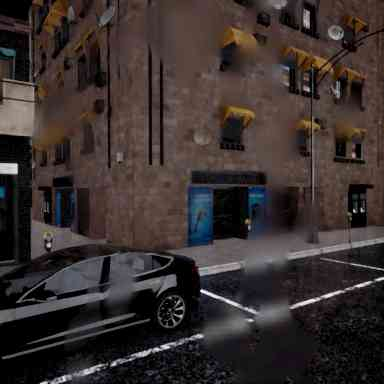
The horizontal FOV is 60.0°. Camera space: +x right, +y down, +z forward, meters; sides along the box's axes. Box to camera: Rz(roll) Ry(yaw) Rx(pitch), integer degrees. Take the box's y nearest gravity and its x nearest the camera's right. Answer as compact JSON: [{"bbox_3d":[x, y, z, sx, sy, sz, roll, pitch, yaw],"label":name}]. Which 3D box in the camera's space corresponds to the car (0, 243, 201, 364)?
[{"bbox_3d":[-1.837,1.566,5.256,4.313,1.339,1.947,0,0,-36],"label":"car"}]
